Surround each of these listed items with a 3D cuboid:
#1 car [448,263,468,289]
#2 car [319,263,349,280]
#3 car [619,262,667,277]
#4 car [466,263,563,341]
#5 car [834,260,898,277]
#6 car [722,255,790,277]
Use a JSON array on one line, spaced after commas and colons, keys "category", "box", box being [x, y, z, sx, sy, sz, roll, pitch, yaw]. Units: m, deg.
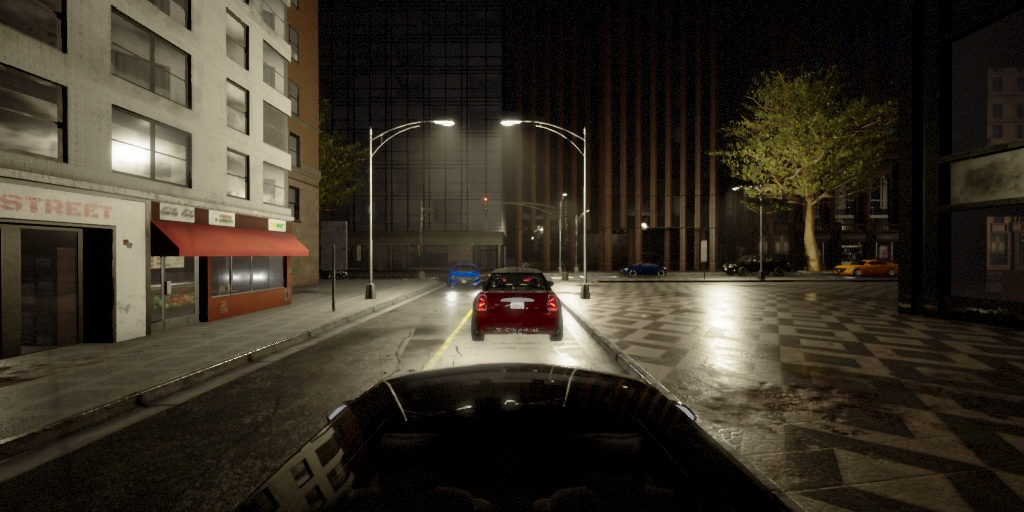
[{"category": "car", "box": [-3.043, 1.225, 23.445, 1.882, 1.535, 5.008, 1, 0, -6]}, {"category": "car", "box": [-16.675, 1.309, 30.807, 4.902, 1.511, 2.128, 0, 0, 0]}, {"category": "car", "box": [12.324, 1.257, 33.848, 4.181, 1.385, 1.994, 0, 0, 0]}, {"category": "car", "box": [0.123, 1.101, 9.982, 2.097, 1.767, 4.553, 0, 0, 0]}, {"category": "car", "box": [33.288, 1.113, 33.720, 5.008, 1.535, 1.882, 0, 0, 0]}, {"category": "car", "box": [22.920, 0.880, 33.779, 5.566, 2.045, 2.150, 0, 0, 0]}]
